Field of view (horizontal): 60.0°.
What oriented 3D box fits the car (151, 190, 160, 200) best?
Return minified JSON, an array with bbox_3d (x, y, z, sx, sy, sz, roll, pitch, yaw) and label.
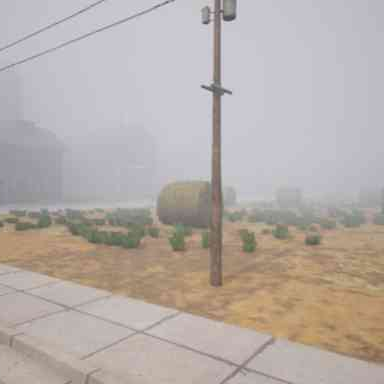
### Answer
[{"bbox_3d":[-6.592,0.655,62.512,1.905,1.878,3.866,6,1,-8],"label":"car"}]
